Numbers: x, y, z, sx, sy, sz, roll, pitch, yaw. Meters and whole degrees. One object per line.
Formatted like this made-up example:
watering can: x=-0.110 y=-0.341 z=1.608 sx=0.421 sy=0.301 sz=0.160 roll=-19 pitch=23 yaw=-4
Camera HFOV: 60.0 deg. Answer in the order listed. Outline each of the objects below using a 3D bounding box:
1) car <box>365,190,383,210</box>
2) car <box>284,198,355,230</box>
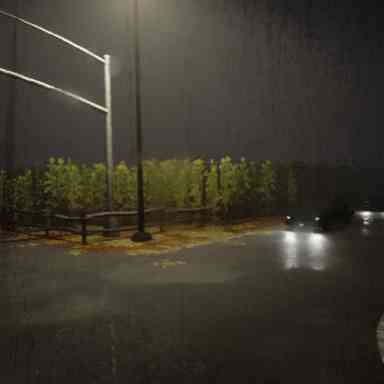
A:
car: x=15.585 y=0.578 z=27.000 sx=1.882 sy=1.535 sz=5.008 roll=0 pitch=2 yaw=42
car: x=6.799 y=1.040 z=17.263 sx=2.033 sy=1.411 sz=5.357 roll=0 pitch=2 yaw=42
